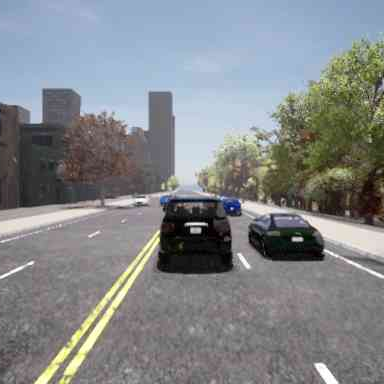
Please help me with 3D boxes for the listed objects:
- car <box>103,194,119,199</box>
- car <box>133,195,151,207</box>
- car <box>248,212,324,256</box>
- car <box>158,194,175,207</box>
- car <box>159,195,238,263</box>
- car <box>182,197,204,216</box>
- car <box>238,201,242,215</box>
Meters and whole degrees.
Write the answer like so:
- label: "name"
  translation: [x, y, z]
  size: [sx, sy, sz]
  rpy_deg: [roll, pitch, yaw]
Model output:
- label: "car"
  translation: [-20.678, 1.121, 83.779]
  size: [4.313, 1.339, 1.947]
  rpy_deg: [-1, 2, -1]
- label: "car"
  translation: [-6.670, 1.154, 44.422]
  size: [1.812, 1.442, 4.674]
  rpy_deg: [0, 0, -1]
- label: "car"
  translation: [3.353, 1.458, 12.575]
  size: [1.994, 1.385, 4.181]
  rpy_deg: [0, 0, 0]
- label: "car"
  translation: [-3.426, 1.097, 45.423]
  size: [1.882, 1.535, 5.008]
  rpy_deg: [0, 0, -1]
- label: "car"
  translation: [0.102, 1.122, 11.720]
  size: [2.150, 2.045, 5.566]
  rpy_deg: [0, 0, 0]
- label: "car"
  translation: [0.106, 1.273, 30.009]
  size: [1.812, 1.442, 4.674]
  rpy_deg: [0, 0, 0]
- label: "car"
  translation: [3.355, 1.222, 30.447]
  size: [1.882, 1.535, 5.008]
  rpy_deg: [0, 0, 0]
